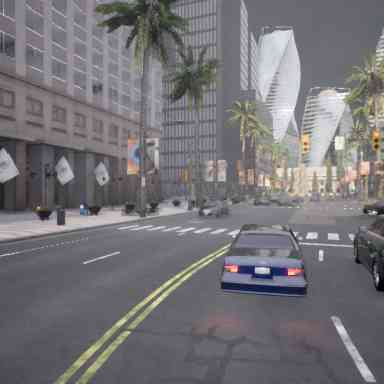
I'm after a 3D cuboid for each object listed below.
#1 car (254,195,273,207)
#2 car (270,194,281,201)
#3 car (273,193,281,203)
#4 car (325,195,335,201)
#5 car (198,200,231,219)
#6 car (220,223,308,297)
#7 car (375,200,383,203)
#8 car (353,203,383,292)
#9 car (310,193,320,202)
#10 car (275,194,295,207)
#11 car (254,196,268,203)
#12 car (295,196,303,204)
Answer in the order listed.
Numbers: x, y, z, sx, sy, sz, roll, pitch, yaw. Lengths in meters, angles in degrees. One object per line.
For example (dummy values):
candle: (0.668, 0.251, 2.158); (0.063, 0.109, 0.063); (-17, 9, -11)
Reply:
car: (11.023, 1.564, 52.285); (1.994, 1.385, 4.181); (0, 0, 22)
car: (22.554, 1.354, 89.830); (2.185, 1.767, 4.553); (0, 0, 21)
car: (15.773, 1.478, 64.180); (1.882, 1.535, 5.008); (0, 0, 22)
car: (34.270, 1.591, 82.389); (1.895, 1.301, 4.718); (0, 0, 21)
car: (2.060, 1.491, 29.552); (2.128, 1.511, 4.902); (0, 0, 21)
car: (1.946, 1.547, 8.787); (2.033, 1.411, 5.357); (0, 0, 14)
car: (17.725, 1.477, 29.161); (5.008, 1.535, 1.882); (0, 1, 41)
car: (5.661, 1.352, 8.755); (2.097, 1.767, 4.553); (0, 0, 18)
car: (28.622, 1.553, 77.554); (1.994, 1.385, 4.181); (0, 0, 22)
car: (14.431, 1.504, 51.387); (1.837, 1.490, 4.892); (0, 0, 22)
car: (14.451, 1.513, 69.450); (2.161, 1.482, 4.786); (0, 0, 21)
car: (20.044, 1.545, 65.406); (2.033, 1.411, 5.357); (0, 0, 22)
